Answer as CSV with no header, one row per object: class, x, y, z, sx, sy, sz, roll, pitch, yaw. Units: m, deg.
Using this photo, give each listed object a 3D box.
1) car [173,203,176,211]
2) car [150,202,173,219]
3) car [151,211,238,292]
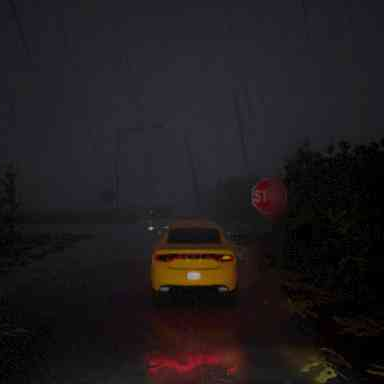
car,-3.338,2.246,48.368,1.882,1.535,5.008,0,-1,0
car,-3.305,2.036,34.757,1.812,1.442,4.674,0,-1,0
car,0.060,1.502,8.994,1.882,1.535,5.008,0,0,0
